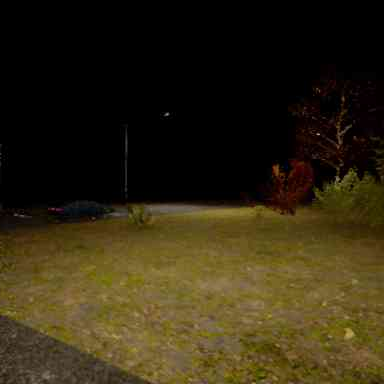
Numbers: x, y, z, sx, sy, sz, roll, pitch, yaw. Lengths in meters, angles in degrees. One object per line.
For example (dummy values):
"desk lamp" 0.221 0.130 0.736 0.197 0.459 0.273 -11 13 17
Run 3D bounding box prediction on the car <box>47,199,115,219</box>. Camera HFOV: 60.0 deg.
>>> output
"car" -9.006 1.323 27.312 2.033 1.411 5.357 2 2 39

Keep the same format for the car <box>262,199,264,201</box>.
"car" 13.357 0.998 54.696 1.895 1.301 4.718 2 2 39
